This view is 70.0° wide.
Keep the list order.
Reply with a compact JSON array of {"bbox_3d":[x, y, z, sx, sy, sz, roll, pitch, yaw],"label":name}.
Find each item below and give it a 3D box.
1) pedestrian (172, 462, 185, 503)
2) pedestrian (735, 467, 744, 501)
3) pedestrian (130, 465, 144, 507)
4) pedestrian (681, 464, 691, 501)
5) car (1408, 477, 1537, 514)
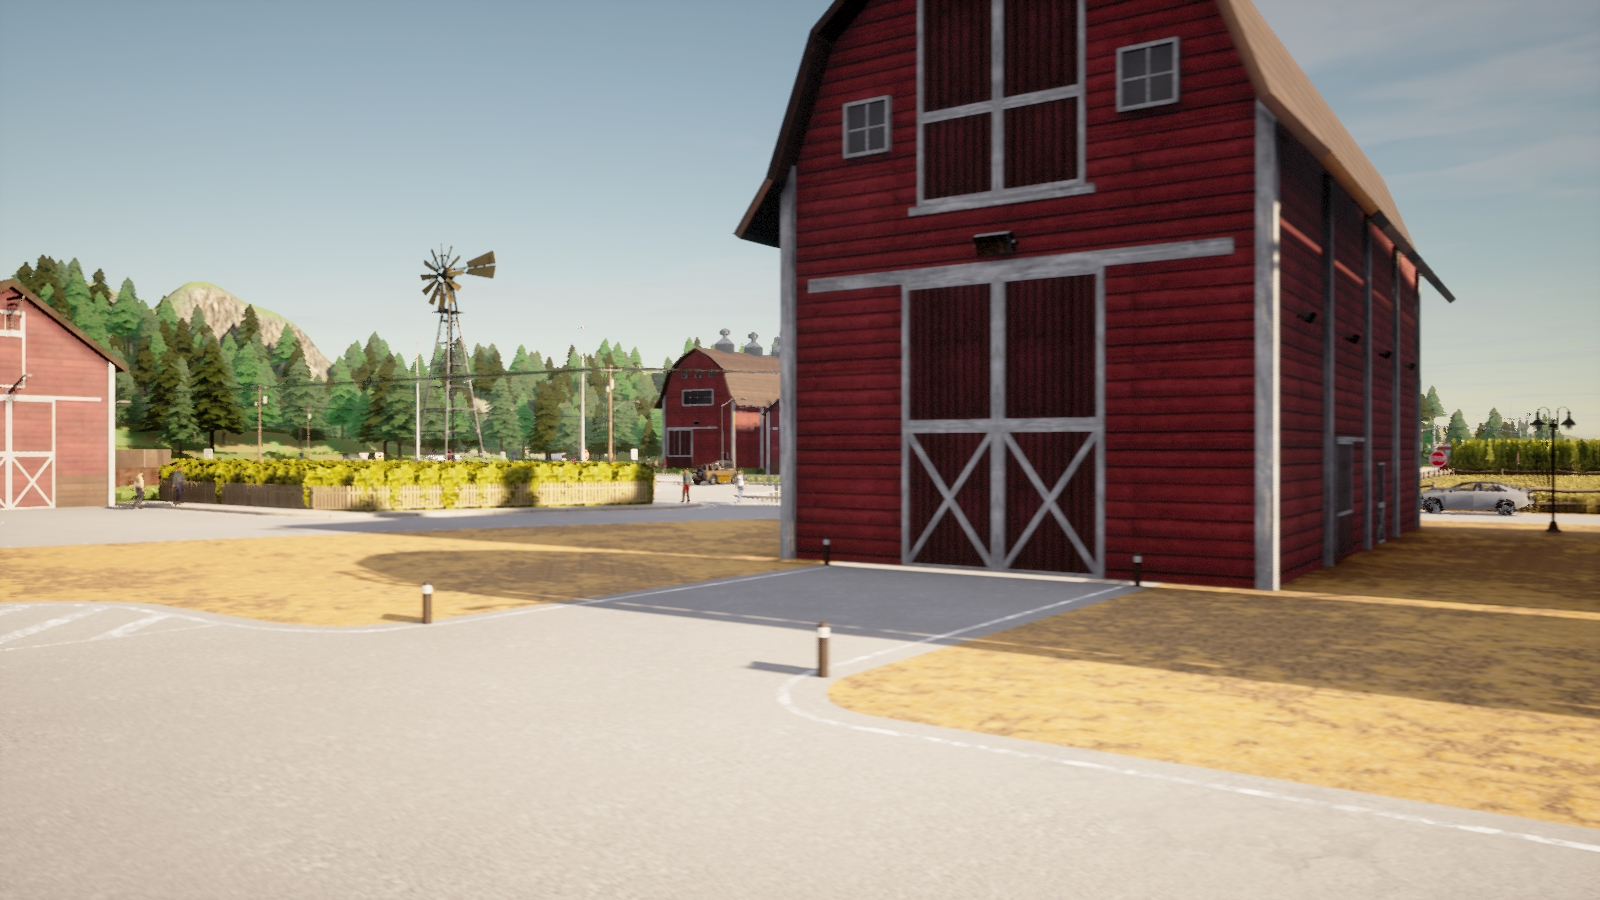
[{"bbox_3d":[-28.316,1.466,52.028,0.375,1.860,0.375,0,0,16],"label":"pedestrian"},{"bbox_3d":[-3.276,1.845,62.260,0.375,1.860,0.375,0,0,20],"label":"pedestrian"},{"bbox_3d":[-29.975,1.617,51.665,0.375,1.860,0.375,0,0,25],"label":"pedestrian"},{"bbox_3d":[-5.790,1.652,58.186,0.375,1.860,0.375,0,0,20],"label":"pedestrian"},{"bbox_3d":[30.732,2.048,52.255,4.902,1.511,2.128,0,0,36],"label":"car"}]
